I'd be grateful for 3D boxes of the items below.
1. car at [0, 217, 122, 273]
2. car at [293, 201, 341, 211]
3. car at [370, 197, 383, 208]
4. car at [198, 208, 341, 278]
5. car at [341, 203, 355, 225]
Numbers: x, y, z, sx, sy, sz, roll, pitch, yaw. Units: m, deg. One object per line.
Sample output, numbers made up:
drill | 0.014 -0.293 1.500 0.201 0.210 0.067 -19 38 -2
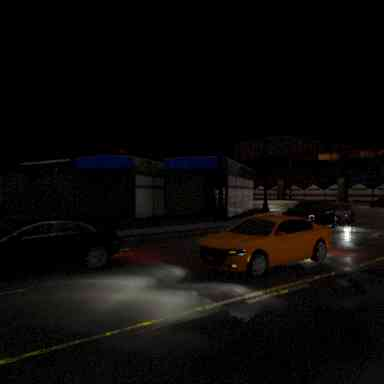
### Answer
car | -4.434 1.492 9.525 4.902 1.511 2.128 0 0 -38
car | 6.832 1.351 19.414 2.097 1.767 4.553 0 0 39
car | 26.576 1.477 45.782 1.882 1.535 5.008 0 0 -4
car | 2.411 1.477 10.389 5.008 1.535 1.882 0 0 -39
car | 10.793 1.561 24.344 1.812 1.442 4.674 0 0 31
